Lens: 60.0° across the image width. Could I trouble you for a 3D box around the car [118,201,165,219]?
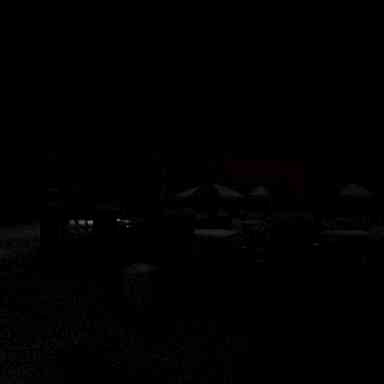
[{"bbox_3d":[-4.106,1.428,27.001,1.994,1.385,4.181,1,0,35],"label":"car"}]
